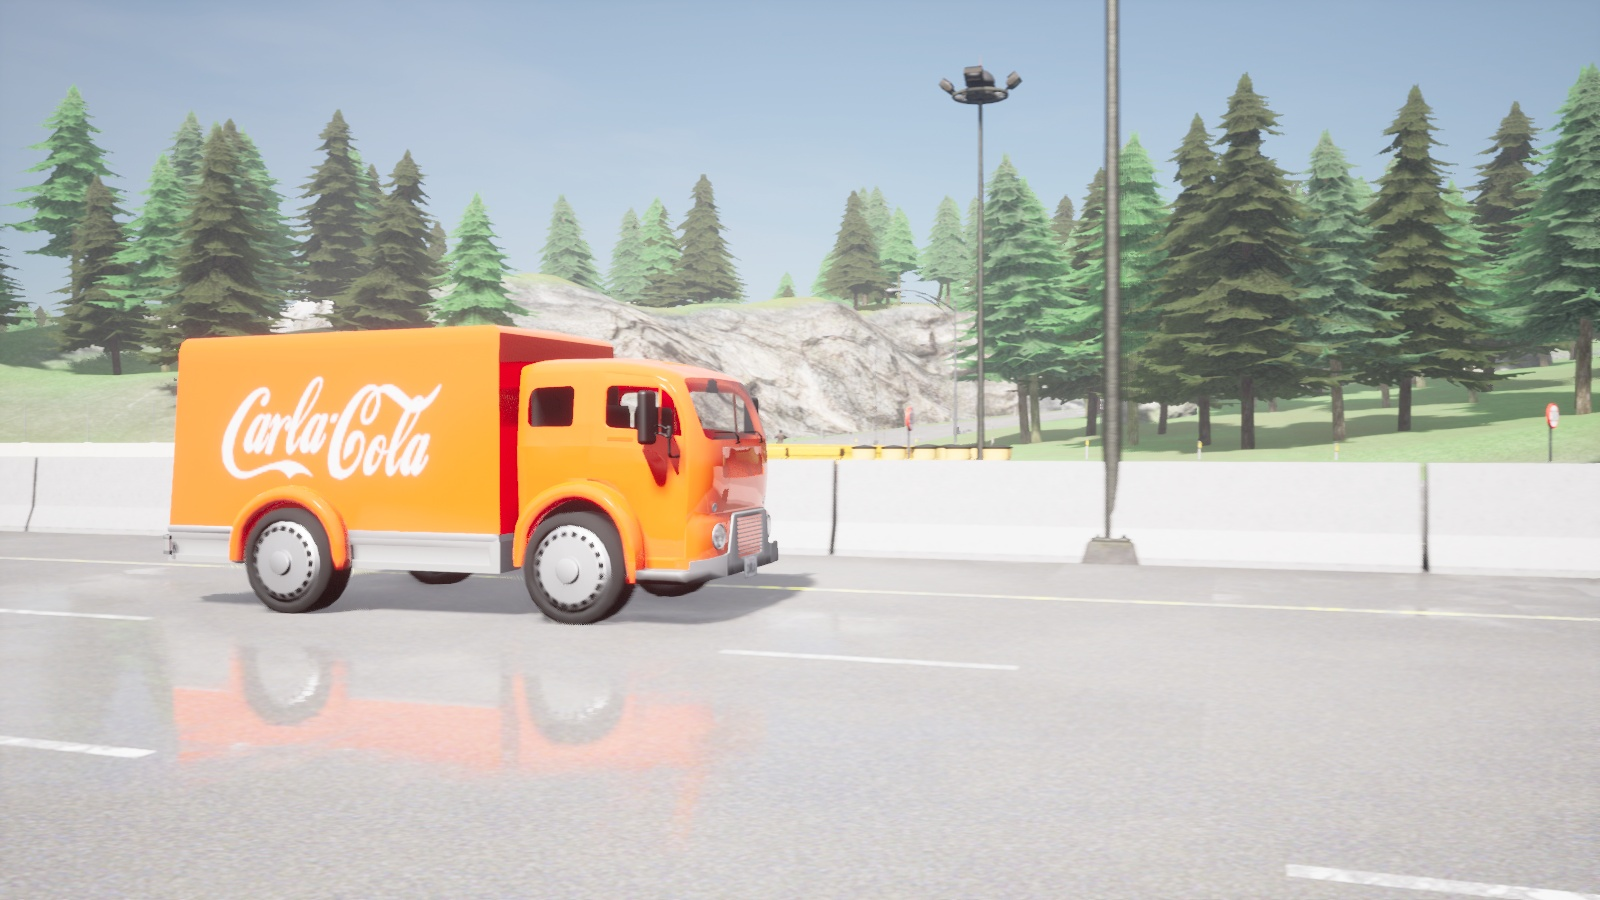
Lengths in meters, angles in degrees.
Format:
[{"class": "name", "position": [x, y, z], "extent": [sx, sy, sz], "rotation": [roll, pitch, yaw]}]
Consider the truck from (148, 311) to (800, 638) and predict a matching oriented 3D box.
[{"class": "truck", "position": [-2.885, 0.144, 11.542], "extent": [5.204, 2.467, 2.627], "rotation": [1, 1, 19]}]
